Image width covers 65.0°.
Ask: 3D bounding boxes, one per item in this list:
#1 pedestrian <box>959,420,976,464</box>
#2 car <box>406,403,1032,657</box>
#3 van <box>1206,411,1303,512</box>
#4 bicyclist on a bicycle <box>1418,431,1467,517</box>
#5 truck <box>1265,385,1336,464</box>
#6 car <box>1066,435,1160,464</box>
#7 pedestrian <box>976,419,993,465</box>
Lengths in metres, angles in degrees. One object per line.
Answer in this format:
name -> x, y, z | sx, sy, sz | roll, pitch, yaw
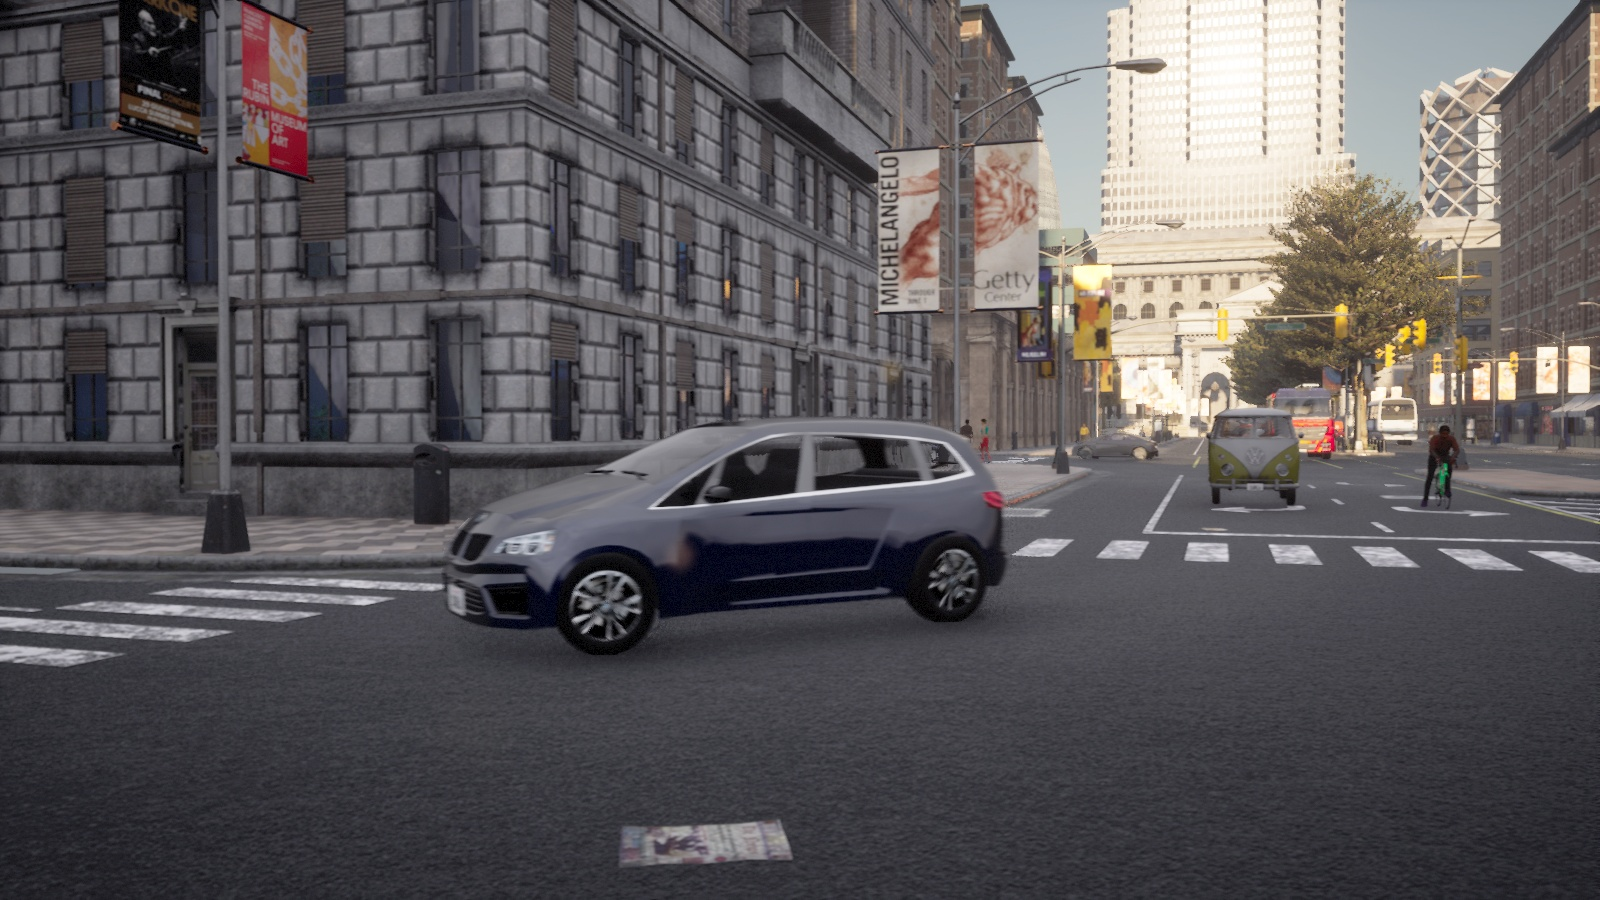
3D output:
pedestrian -> 6.875, -0.338, 51.645 | 0.328, 1.805, 0.869 | 1, 1, 33
car -> -0.635, 0.494, 10.323 | 4.611, 1.667, 2.242 | 0, 1, -29
van -> 9.697, 0.183, 27.038 | 1.775, 1.987, 4.442 | 1, 1, 18
bicyclist on a bicycle -> 12.601, 0.439, 24.662 | 0.582, 1.620, 1.656 | 1, 1, 18
truck -> 25.901, -1.280, 65.318 | 2.891, 3.827, 8.468 | 1, 1, 18
car -> 15.625, -0.066, 62.689 | 4.181, 1.385, 1.994 | 1, 1, 26
pedestrian -> 7.449, -0.321, 50.776 | 0.594, 1.836, 0.345 | 1, 1, 45
